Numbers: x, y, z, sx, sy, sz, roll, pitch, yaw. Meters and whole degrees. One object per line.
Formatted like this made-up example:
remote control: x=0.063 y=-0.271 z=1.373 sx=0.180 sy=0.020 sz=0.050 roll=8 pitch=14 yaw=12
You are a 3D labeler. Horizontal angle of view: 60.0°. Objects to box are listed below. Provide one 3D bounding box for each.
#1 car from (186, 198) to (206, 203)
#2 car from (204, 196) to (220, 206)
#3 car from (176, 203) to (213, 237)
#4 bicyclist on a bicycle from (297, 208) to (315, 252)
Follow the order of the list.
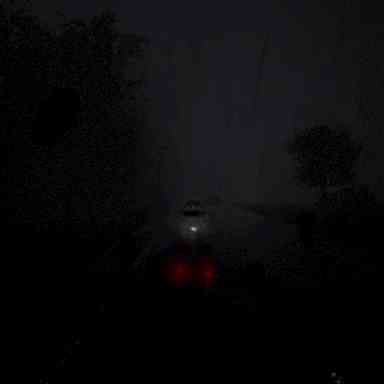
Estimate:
car: x=0.110 y=1.584 z=36.288 sx=2.033 sy=1.411 sz=5.357 roll=0 pitch=0 yaw=0
car: x=3.617 y=1.411 z=56.397 sx=2.097 sy=1.767 sz=4.553 roll=0 pitch=0 yaw=0
car: x=0.105 y=1.543 z=17.910 sx=1.812 sy=1.442 sz=4.674 roll=0 pitch=0 yaw=0
bicyclist on a bicycle: x=4.471 y=1.466 z=13.035 sx=0.582 sy=1.620 sz=1.656 roll=0 pitch=0 yaw=0
